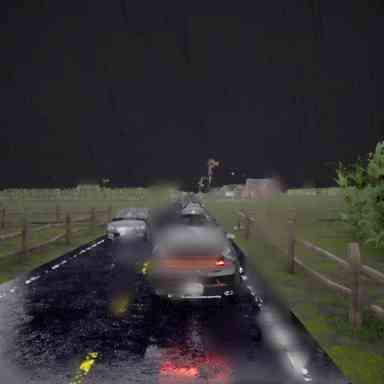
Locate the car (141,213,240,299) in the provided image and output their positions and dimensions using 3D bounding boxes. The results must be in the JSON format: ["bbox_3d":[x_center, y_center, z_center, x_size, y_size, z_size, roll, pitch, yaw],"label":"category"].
[{"bbox_3d":[0.076,1.506,8.447,1.837,1.490,4.892,0,0,1],"label":"car"}]

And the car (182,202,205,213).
[{"bbox_3d":[0.126,1.581,28.701,1.994,1.385,4.181,0,0,0],"label":"car"}]

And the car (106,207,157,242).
[{"bbox_3d":[-2.824,1.497,16.361,2.128,1.511,4.902,0,0,0],"label":"car"}]
